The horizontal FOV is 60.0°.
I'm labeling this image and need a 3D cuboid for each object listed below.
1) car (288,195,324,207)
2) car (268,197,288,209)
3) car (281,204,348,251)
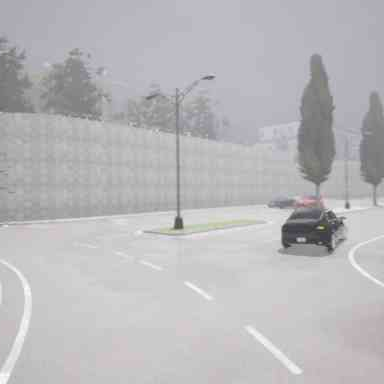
[{"bbox_3d":[13.867,1.195,39.505,4.553,1.767,2.097,-1,0,-44],"label":"car"},{"bbox_3d":[11.488,1.369,42.071,4.902,1.511,2.128,-1,0,-44],"label":"car"},{"bbox_3d":[5.176,1.446,13.933,1.837,1.490,4.892,-3,-1,32],"label":"car"}]
